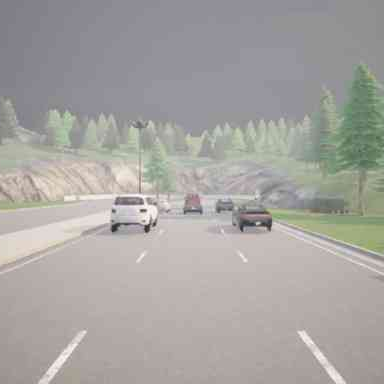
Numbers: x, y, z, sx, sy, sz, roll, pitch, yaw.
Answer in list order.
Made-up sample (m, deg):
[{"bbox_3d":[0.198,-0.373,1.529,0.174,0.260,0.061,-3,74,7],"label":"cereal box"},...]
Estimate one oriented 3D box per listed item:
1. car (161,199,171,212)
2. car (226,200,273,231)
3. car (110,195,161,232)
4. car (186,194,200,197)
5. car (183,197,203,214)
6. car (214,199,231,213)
[{"bbox_3d":[-3.404,1.526,37.774,1.812,1.442,4.674,0,0,0],"label":"car"},{"bbox_3d":[3.601,1.491,20.447,2.128,1.511,4.902,0,0,0],"label":"car"},{"bbox_3d":[-3.400,1.214,20.288,2.150,2.045,5.566,0,-1,0],"label":"car"},{"bbox_3d":[0.092,1.222,44.369,2.150,2.045,5.566,0,0,0],"label":"car"},{"bbox_3d":[0.098,1.564,34.933,1.994,1.385,4.181,0,0,0],"label":"car"},{"bbox_3d":[3.600,1.491,36.904,2.128,1.511,4.902,0,0,0],"label":"car"}]
